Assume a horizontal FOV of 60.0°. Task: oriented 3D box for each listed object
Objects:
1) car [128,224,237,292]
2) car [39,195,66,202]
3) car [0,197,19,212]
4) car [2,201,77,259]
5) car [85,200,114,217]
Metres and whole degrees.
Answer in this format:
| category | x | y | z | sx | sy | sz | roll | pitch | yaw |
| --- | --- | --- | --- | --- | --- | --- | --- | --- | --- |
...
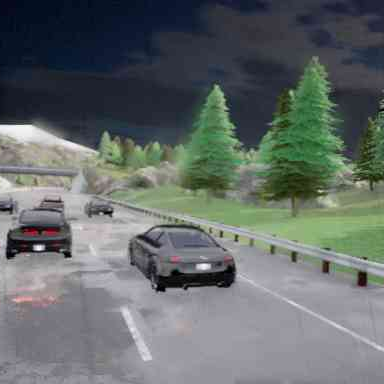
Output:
| category | x | y | z | sx | sy | sz | roll | pitch | yaw |
| --- | --- | --- | --- | --- | --- | --- | --- | --- | --- |
| car | -0.464 | 1.570 | 9.122 | 1.994 | 1.385 | 4.181 | 3 | 0 | -21 |
| car | -11.676 | 1.034 | 27.848 | 2.128 | 1.511 | 4.902 | 3 | 0 | -22 |
| car | -14.575 | 1.003 | 25.676 | 1.895 | 1.301 | 4.718 | 3 | 0 | -22 |
| car | -5.206 | 1.299 | 11.679 | 1.837 | 1.490 | 4.892 | 3 | 0 | -22 |
| car | -7.692 | 1.326 | 27.302 | 1.895 | 1.301 | 4.718 | 3 | 0 | -22 |
